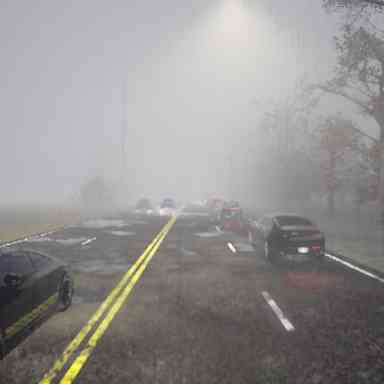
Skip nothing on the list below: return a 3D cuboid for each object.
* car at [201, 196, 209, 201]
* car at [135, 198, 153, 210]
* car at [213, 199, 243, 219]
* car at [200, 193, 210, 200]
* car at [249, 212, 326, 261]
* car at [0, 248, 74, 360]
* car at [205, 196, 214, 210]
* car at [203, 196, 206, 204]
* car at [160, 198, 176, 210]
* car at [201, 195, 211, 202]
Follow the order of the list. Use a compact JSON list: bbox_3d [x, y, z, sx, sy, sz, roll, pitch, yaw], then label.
[{"bbox_3d":[3.370,1.665,87.960,1.812,1.442,4.674,0,0,1],"label":"car"},{"bbox_3d":[-6.551,1.631,45.875,1.882,1.535,5.008,0,0,0],"label":"car"},{"bbox_3d":[3.383,1.552,30.064,2.128,1.511,4.902,0,0,0],"label":"car"},{"bbox_3d":[3.312,1.358,77.026,2.150,2.045,5.566,0,-1,0],"label":"car"},{"bbox_3d":[3.363,1.530,12.498,1.837,1.490,4.892,0,-1,0],"label":"car"},{"bbox_3d":[-3.351,1.589,5.005,1.994,1.385,4.181,0,0,0],"label":"car"},{"bbox_3d":[3.278,1.604,44.032,2.163,1.488,4.792,0,-1,0],"label":"car"},{"bbox_3d":[3.299,1.708,55.028,1.895,1.301,4.718,1,0,0],"label":"car"},{"bbox_3d":[-3.303,1.624,46.270,1.882,1.535,5.008,0,0,0],"label":"car"},{"bbox_3d":[3.300,1.730,66.024,1.895,1.301,4.718,0,0,0],"label":"car"}]
